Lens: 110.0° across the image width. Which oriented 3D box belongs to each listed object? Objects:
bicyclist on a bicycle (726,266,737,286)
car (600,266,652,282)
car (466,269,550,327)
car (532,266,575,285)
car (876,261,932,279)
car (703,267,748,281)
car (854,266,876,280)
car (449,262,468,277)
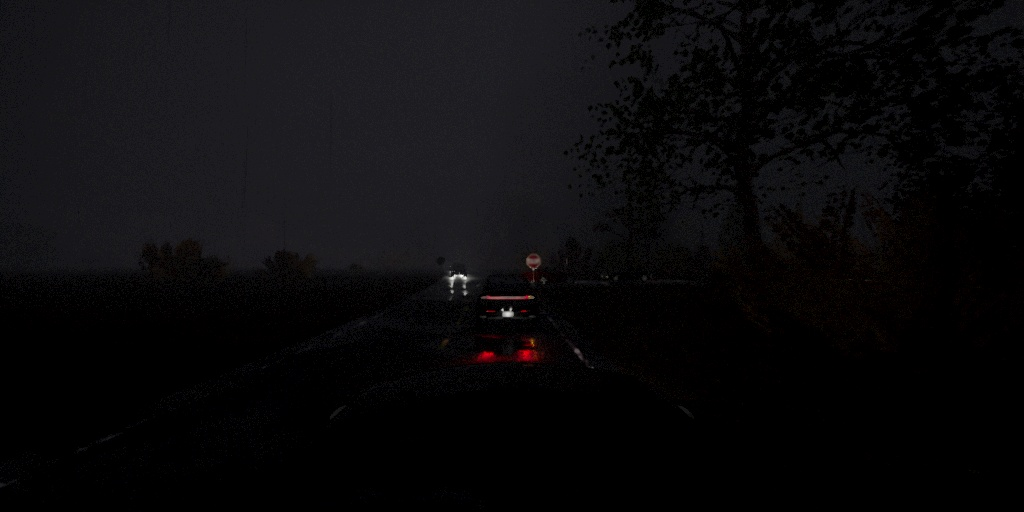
[{"bbox_3d":[17.511,1.548,28.741,0.582,1.620,1.656,0,-1,-10],"label":"bicyclist on a bicycle"},{"bbox_3d":[10.783,1.663,33.990,4.892,1.490,1.837,0,-1,-10],"label":"car"},{"bbox_3d":[-0.199,1.364,12.007,2.128,1.511,4.902,0,-1,-2],"label":"car"},{"bbox_3d":[2.912,1.550,28.685,5.008,1.535,1.882,0,-2,-38],"label":"car"},{"bbox_3d":[40.499,1.443,36.092,5.566,2.045,2.150,0,-1,-9],"label":"car"},{"bbox_3d":[21.645,1.691,35.922,4.902,1.511,2.128,0,-1,-10],"label":"car"},{"bbox_3d":[39.878,1.811,39.114,5.357,1.411,2.033,0,-1,-10],"label":"car"},{"bbox_3d":[-6.503,1.751,43.960,1.837,1.490,4.892,0,-1,-9],"label":"car"}]
